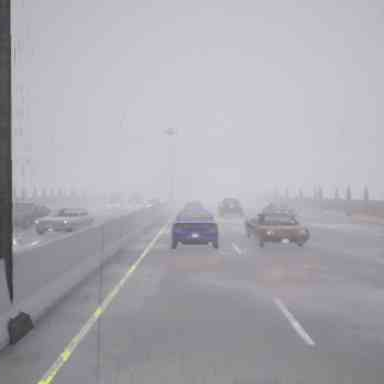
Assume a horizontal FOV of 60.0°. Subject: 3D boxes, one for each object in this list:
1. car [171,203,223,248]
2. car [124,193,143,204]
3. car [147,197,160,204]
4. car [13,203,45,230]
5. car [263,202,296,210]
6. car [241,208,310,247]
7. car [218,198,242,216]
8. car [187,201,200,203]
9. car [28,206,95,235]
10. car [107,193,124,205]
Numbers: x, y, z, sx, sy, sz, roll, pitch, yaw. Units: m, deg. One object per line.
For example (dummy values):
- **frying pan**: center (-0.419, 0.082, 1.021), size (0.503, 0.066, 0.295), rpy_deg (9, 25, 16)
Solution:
- **car**: center (0.119, 1.473, 14.831), size (1.882, 1.535, 5.008), rpy_deg (0, 0, 0)
- **car**: center (-10.440, 1.223, 61.671), size (2.150, 2.045, 5.566), rpy_deg (0, 0, 1)
- **car**: center (-6.950, 1.561, 60.975), size (1.994, 1.385, 4.181), rpy_deg (0, 0, 1)
- **car**: center (-10.570, 1.480, 21.178), size (2.128, 1.511, 4.902), rpy_deg (0, 0, 0)
- **car**: center (7.137, 1.542, 27.558), size (2.033, 1.411, 5.357), rpy_deg (0, 0, 0)
- **car**: center (3.619, 1.598, 15.056), size (1.895, 1.301, 4.718), rpy_deg (0, 0, 0)
- **car**: center (3.644, 1.344, 32.580), size (2.097, 1.767, 4.553), rpy_deg (0, 0, 0)
- **car**: center (0.144, 1.554, 33.246), size (1.994, 1.385, 4.181), rpy_deg (0, 0, 0)
- **car**: center (-7.075, 1.592, 18.874), size (1.895, 1.301, 4.718), rpy_deg (0, 0, 0)
- **car**: center (-13.939, 1.220, 61.248), size (2.150, 2.045, 5.566), rpy_deg (0, 0, 1)
